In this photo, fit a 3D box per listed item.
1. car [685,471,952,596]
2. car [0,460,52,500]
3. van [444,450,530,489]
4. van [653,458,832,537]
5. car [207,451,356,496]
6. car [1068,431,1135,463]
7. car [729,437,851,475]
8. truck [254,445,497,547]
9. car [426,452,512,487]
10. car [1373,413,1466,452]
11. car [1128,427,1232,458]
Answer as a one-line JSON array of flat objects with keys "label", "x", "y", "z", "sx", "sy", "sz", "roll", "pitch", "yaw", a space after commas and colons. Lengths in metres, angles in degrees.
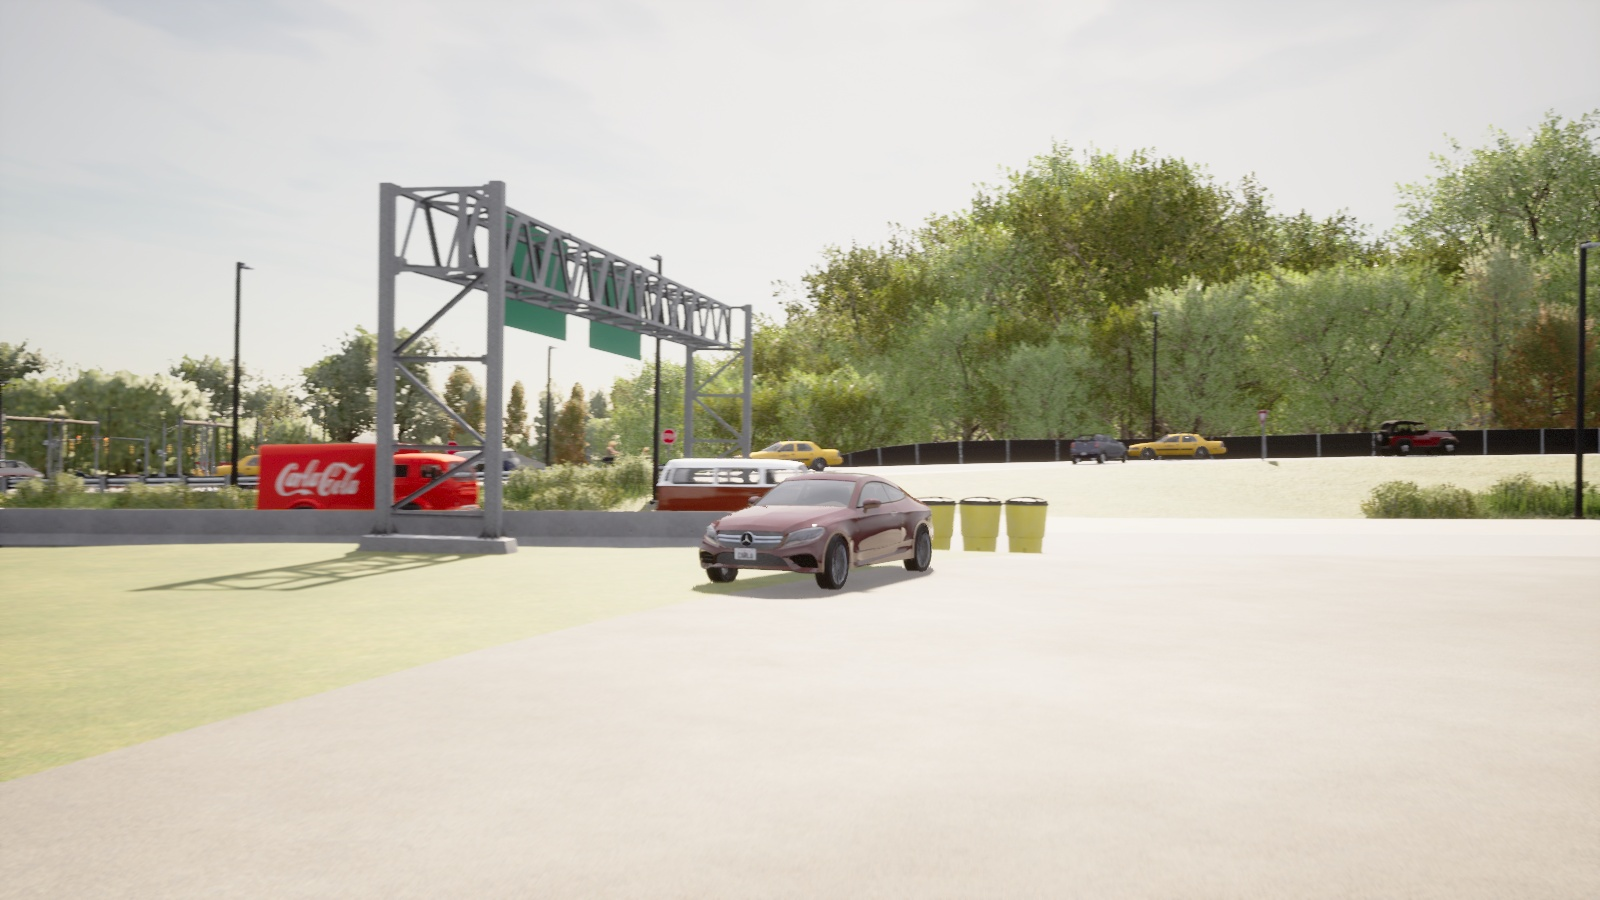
[{"label": "car", "x": 0.428, "y": 1.044, "z": 17.503, "sx": 1.812, "sy": 1.442, "sz": 4.674, "roll": -1, "pitch": -1, "yaw": 27}, {"label": "car", "x": -35.645, "y": 1.386, "z": 56.673, "sx": 2.152, "sy": 1.651, "sz": 5.027, "roll": 0, "pitch": -2, "yaw": -44}, {"label": "van", "x": -18.430, "y": 1.131, "z": 73.940, "sx": 4.442, "sy": 1.987, "sz": 1.775, "roll": -4, "pitch": -1, "yaw": 10}, {"label": "van", "x": -1.509, "y": 1.260, "z": 34.016, "sx": 4.480, "sy": 2.038, "sz": 2.069, "roll": -1, "pitch": 0, "yaw": 9}, {"label": "car", "x": -20.874, "y": 0.947, "z": 50.645, "sx": 5.366, "sy": 1.575, "sz": 1.801, "roll": -2, "pitch": -1, "yaw": 8}, {"label": "car", "x": 15.316, "y": -0.155, "z": 63.627, "sx": 1.845, "sy": 1.501, "sz": 3.633, "roll": -2, "pitch": 0, "yaw": 40}, {"label": "car", "x": -0.456, "y": 0.253, "z": 58.681, "sx": 5.366, "sy": 1.575, "sz": 1.801, "roll": -2, "pitch": 0, "yaw": -24}, {"label": "truck", "x": -10.729, "y": 1.149, "z": 31.995, "sx": 5.204, "sy": 2.467, "sz": 2.627, "roll": -1, "pitch": 0, "yaw": 9}, {"label": "car", "x": -15.757, "y": 0.951, "z": 59.991, "sx": 2.163, "sy": 1.488, "sz": 4.792, "roll": -3, "pitch": -2, "yaw": 9}, {"label": "car", "x": 32.108, "y": -0.878, "z": 65.163, "sx": 3.866, "sy": 1.878, "sz": 1.905, "roll": -2, "pitch": 0, "yaw": 0}, {"label": "car", "x": 21.313, "y": -0.411, "z": 70.557, "sx": 5.366, "sy": 1.575, "sz": 1.801, "roll": -1, "pitch": -1, "yaw": 8}]
